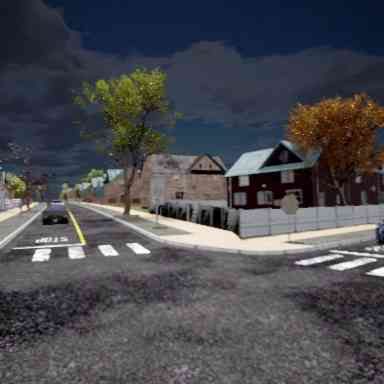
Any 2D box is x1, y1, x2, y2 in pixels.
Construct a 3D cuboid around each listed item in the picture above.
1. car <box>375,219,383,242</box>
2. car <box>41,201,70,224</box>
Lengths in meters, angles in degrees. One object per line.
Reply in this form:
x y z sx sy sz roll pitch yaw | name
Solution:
10.694 1.472 16.003 4.553 1.767 2.097 0 -3 -38 | car
-10.854 1.714 26.556 2.033 1.411 5.357 0 0 -21 | car
